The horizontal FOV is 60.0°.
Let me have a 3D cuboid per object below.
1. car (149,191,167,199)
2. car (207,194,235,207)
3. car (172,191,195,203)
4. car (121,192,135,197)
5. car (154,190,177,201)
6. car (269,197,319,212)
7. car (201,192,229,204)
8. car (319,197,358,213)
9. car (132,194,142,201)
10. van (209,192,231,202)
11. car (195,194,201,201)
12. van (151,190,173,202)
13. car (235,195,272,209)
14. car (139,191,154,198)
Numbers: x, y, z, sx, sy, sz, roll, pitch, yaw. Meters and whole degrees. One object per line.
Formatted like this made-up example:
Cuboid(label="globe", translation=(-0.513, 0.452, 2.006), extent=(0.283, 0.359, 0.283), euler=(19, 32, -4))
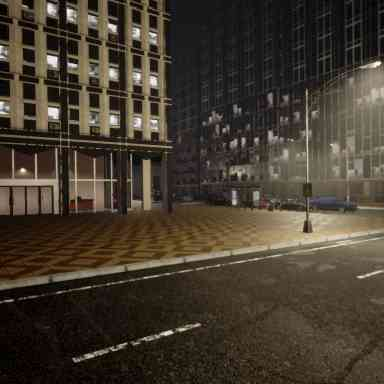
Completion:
Cuboid(label="car", translation=(-7.992, 0.623, 77.570), extent=(2.192, 1.841, 5.009), euler=(0, 1, -35))
Cuboid(label="car", translation=(4.395, 1.326, 44.704), extent=(1.947, 1.339, 4.313), euler=(0, 1, -35))
Cuboid(label="car", translation=(-1.919, 1.105, 58.619), extent=(1.812, 1.442, 4.674), euler=(-1, 1, -34))
Cuboid(label="car", translation=(-17.660, 0.697, 91.617), extent=(2.008, 1.369, 4.403), euler=(0, 1, -35))
Cuboid(label="car", translation=(-5.550, 0.648, 69.433), extent=(2.150, 2.045, 5.566), euler=(-1, 1, -35))
Cuboid(label="car", translation=(10.778, 1.430, 35.296), extent=(1.947, 1.339, 4.313), euler=(0, 1, -35))
Cuboid(label="car", translation=(3.880, 1.027, 50.112), extent=(2.097, 1.767, 4.553), euler=(-1, 1, -34))
Cuboid(label="car", translation=(14.574, 1.324, 34.562), extent=(1.882, 1.535, 5.008), euler=(-1, 1, -35))
Cuboid(label="car", translation=(-11.673, 1.046, 68.141), extent=(2.008, 1.369, 4.403), euler=(0, 1, -35))
Cuboid(label="van", translation=(4.898, 0.863, 58.843), extent=(1.690, 1.788, 3.998), euler=(0, 1, -35))
Cuboid(label="car", translation=(1.676, 1.051, 63.528), extent=(1.802, 1.307, 4.206), euler=(0, 1, -35))
Cuboid(label="van", translation=(-5.227, 0.944, 58.775), extent=(1.690, 1.788, 3.998), euler=(0, 1, -35))
Cuboid(label="car", translation=(7.570, 1.394, 39.990), extent=(1.802, 1.307, 4.206), euler=(0, 1, -35))
Cuboid(label="car", translation=(-11.215, 0.694, 82.253), extent=(1.967, 1.590, 4.097), euler=(0, 1, -35))
